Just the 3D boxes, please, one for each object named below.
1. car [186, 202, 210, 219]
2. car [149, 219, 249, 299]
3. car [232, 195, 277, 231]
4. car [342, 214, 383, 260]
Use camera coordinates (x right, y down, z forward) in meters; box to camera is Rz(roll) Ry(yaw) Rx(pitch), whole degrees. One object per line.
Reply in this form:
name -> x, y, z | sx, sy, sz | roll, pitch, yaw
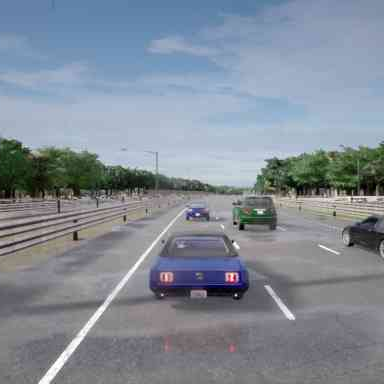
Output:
car -> 0.484, 1.526, 27.252 | 1.812, 1.442, 4.674 | 0, 0, 1
car -> 0.148, 1.600, 8.369 | 1.895, 1.301, 4.718 | 0, 0, 0
car -> 3.828, 1.222, 20.953 | 2.150, 2.045, 5.566 | 0, 0, 2
car -> 7.196, 1.525, 12.098 | 1.812, 1.442, 4.674 | 0, 0, 1
